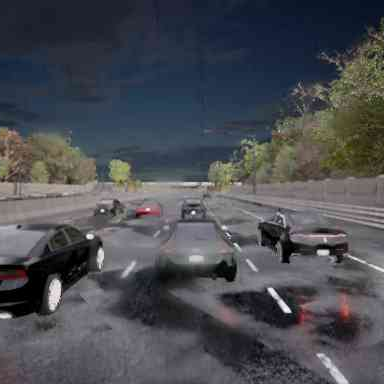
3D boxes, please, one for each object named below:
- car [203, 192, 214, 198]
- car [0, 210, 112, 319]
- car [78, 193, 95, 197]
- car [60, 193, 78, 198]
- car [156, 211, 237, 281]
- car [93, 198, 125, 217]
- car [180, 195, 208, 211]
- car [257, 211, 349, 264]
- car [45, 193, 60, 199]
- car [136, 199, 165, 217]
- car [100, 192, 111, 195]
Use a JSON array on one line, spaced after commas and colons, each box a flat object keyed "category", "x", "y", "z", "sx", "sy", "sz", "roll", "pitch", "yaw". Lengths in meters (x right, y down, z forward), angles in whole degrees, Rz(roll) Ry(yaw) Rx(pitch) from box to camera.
[{"category": "car", "x": 3.515, "y": 0.772, "z": 79.984, "sx": 1.837, "sy": 1.490, "sz": 4.892, "roll": 0, "pitch": 0, "yaw": 0}, {"category": "car", "x": -3.397, "y": 1.405, "z": 7.373, "sx": 1.882, "sy": 1.535, "sz": 5.008, "roll": 0, "pitch": 1, "yaw": 0}, {"category": "car", "x": -20.988, "y": 0.901, "z": 67.516, "sx": 1.994, "sy": 1.385, "sz": 4.181, "roll": 0, "pitch": 0, "yaw": 0}, {"category": "car", "x": -24.488, "y": 0.944, "z": 67.487, "sx": 1.895, "sy": 1.301, "sz": 4.718, "roll": 0, "pitch": 0, "yaw": 0}, {"category": "car", "x": 0.101, "y": 1.470, "z": 9.593, "sx": 1.994, "sy": 1.385, "sz": 4.181, "roll": 0, "pitch": 1, "yaw": 0}, {"category": "car", "x": -6.896, "y": 1.257, "z": 27.900, "sx": 1.812, "sy": 1.442, "sz": 4.674, "roll": 0, "pitch": 1, "yaw": 0}, {"category": "car", "x": 0.105, "y": 1.246, "z": 26.821, "sx": 1.837, "sy": 1.490, "sz": 4.892, "roll": 0, "pitch": 1, "yaw": 0}, {"category": "car", "x": 3.502, "y": 1.379, "z": 11.308, "sx": 2.128, "sy": 1.511, "sz": 4.902, "roll": 0, "pitch": 1, "yaw": 0}, {"category": "car", "x": -27.988, "y": 0.944, "z": 67.488, "sx": 1.895, "sy": 1.301, "sz": 4.718, "roll": 0, "pitch": 0, "yaw": 0}, {"category": "car", "x": -3.393, "y": 1.299, "z": 27.504, "sx": 1.994, "sy": 1.385, "sz": 4.181, "roll": 0, "pitch": 1, "yaw": 0}, {"category": "car", "x": -17.488, "y": 0.826, "z": 67.515, "sx": 1.882, "sy": 1.535, "sz": 5.008, "roll": 0, "pitch": 0, "yaw": 0}]
